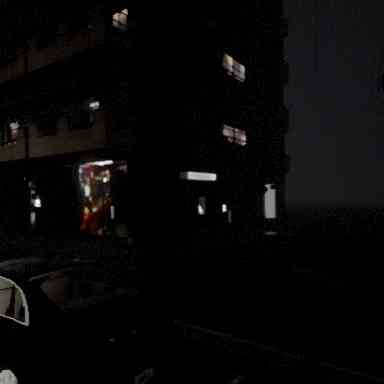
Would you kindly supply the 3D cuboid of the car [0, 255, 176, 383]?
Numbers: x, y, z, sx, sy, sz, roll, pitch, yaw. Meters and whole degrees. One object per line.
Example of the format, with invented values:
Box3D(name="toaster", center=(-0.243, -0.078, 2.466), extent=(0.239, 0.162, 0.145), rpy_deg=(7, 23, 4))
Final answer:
Box3D(name="car", center=(-2.236, 1.549, 4.479), extent=(4.403, 1.369, 2.008), rpy_deg=(0, -1, 35))
